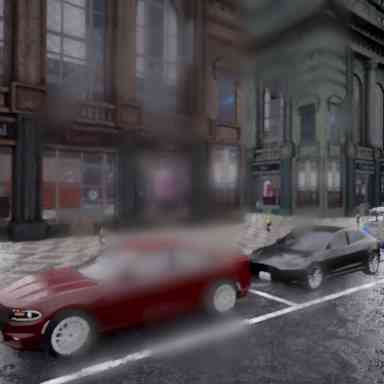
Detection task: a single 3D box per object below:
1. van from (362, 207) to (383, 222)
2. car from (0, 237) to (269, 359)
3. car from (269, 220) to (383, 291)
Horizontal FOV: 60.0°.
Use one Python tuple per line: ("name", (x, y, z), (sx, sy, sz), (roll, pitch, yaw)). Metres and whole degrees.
("van", (7.938, 1.433, 12.313), (3.998, 1.788, 1.690), (0, 0, -36))
("car", (-0.922, 1.562, 5.991), (4.507, 1.381, 1.887), (0, 0, -36))
("car", (3.508, 1.620, 9.152), (4.313, 1.339, 1.947), (0, 0, -36))
